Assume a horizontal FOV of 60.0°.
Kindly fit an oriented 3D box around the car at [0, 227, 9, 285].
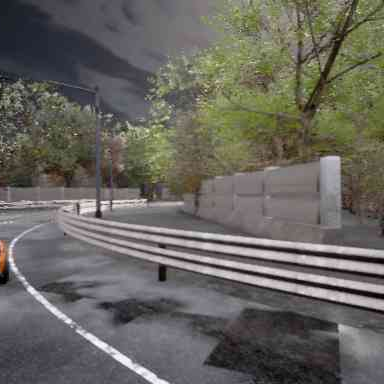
[{"bbox_3d":[-6.408,1.438,9.090,2.097,1.767,4.553,-1,0,-35],"label":"car"}]
